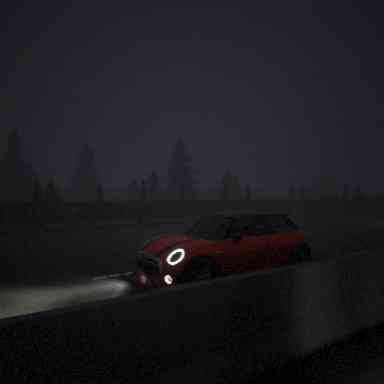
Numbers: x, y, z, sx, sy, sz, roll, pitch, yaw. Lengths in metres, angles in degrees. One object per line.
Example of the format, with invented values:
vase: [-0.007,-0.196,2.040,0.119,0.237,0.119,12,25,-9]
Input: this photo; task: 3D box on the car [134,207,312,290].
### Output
car: [0.866,1.304,8.433,4.553,1.767,2.097,0,0,-31]
